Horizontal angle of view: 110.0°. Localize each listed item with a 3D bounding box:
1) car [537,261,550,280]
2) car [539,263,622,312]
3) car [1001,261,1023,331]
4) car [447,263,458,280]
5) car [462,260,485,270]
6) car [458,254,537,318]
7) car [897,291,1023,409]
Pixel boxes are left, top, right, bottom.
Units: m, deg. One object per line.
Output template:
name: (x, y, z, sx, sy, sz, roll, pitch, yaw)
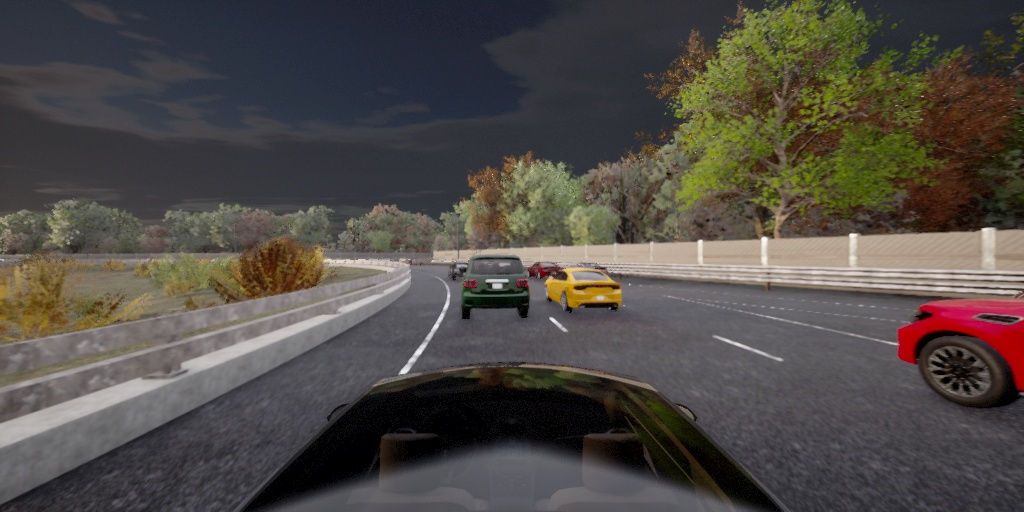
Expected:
car: (2.742, 1.202, 31.181, 1.882, 1.535, 5.008, 0, 0, -14)
car: (2.610, 1.213, 14.203, 1.882, 1.535, 5.008, 0, 0, -7)
car: (15.093, 1.037, 8.133, 2.097, 1.767, 4.553, 0, 0, -31)
car: (-4.436, 1.277, 31.106, 1.812, 1.442, 4.674, 0, 0, -16)
car: (-5.689, 1.308, 52.647, 1.994, 1.385, 4.181, 0, 0, -27)
car: (-0.730, 0.969, 13.141, 2.150, 2.045, 5.566, 0, 0, -7)
car: (6.934, 0.949, 2.983, 2.150, 2.045, 5.566, 0, 0, -1)
